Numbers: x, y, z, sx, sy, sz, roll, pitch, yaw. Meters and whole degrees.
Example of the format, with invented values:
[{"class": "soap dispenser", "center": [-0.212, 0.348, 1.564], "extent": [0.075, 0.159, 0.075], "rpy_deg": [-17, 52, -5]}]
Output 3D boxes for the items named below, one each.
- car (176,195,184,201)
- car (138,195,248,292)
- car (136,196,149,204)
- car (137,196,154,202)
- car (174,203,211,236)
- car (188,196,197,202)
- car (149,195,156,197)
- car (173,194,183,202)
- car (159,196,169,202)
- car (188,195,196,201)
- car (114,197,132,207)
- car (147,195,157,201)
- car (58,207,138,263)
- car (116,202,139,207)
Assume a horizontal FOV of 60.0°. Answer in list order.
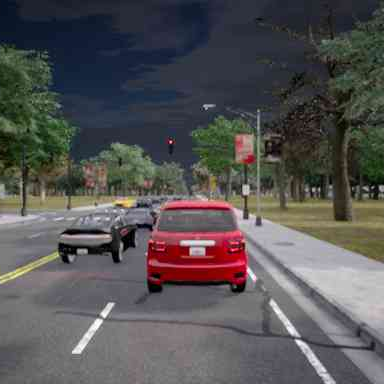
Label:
[{"class": "car", "center": [-3.224, 1.584, 86.912], "extent": [1.895, 1.301, 4.718], "rpy_deg": [0, 0, 0]}, {"class": "car", "center": [0.105, 1.227, 9.049], "extent": [2.150, 2.045, 5.566], "rpy_deg": [0, 0, 0]}, {"class": "car", "center": [-9.748, 1.577, 66.135], "extent": [1.837, 1.490, 4.892], "rpy_deg": [0, -1, 0]}, {"class": "car", "center": [-6.583, 1.640, 46.179], "extent": [1.895, 1.301, 4.718], "rpy_deg": [0, 0, 0]}, {"class": "car", "center": [0.008, 1.491, 19.366], "extent": [1.882, 1.535, 5.008], "rpy_deg": [0, 0, 0]}, {"class": "car", "center": [0.024, 1.628, 76.466], "extent": [2.033, 1.411, 5.357], "rpy_deg": [0, 0, 0]}, {"class": "car", "center": [-6.540, 1.610, 61.842], "extent": [2.033, 1.411, 5.357], "rpy_deg": [0, 0, 0]}, {"class": "car", "center": [-3.226, 1.444, 76.853], "extent": [2.097, 1.767, 4.553], "rpy_deg": [0, 0, 0]}, {"class": "car", "center": [-6.476, 1.593, 77.367], "extent": [2.033, 1.411, 5.357], "rpy_deg": [0, 0, 0]}, {"class": "car", "center": [0.026, 1.514, 86.881], "extent": [2.128, 1.511, 4.902], "rpy_deg": [0, 0, 0]}, {"class": "car", "center": [-9.822, 1.519, 47.592], "extent": [1.882, 1.535, 5.008], "rpy_deg": [0, 0, 0]}, {"class": "car", "center": [-9.725, 1.409, 81.071], "extent": [1.837, 1.490, 4.892], "rpy_deg": [0, 0, 0]}, {"class": "car", "center": [-3.144, 1.499, 11.966], "extent": [2.128, 1.511, 4.902], "rpy_deg": [0, 0, 0]}, {"class": "car", "center": [-3.143, 1.578, 20.629], "extent": [1.994, 1.385, 4.181], "rpy_deg": [0, 0, 0]}]
